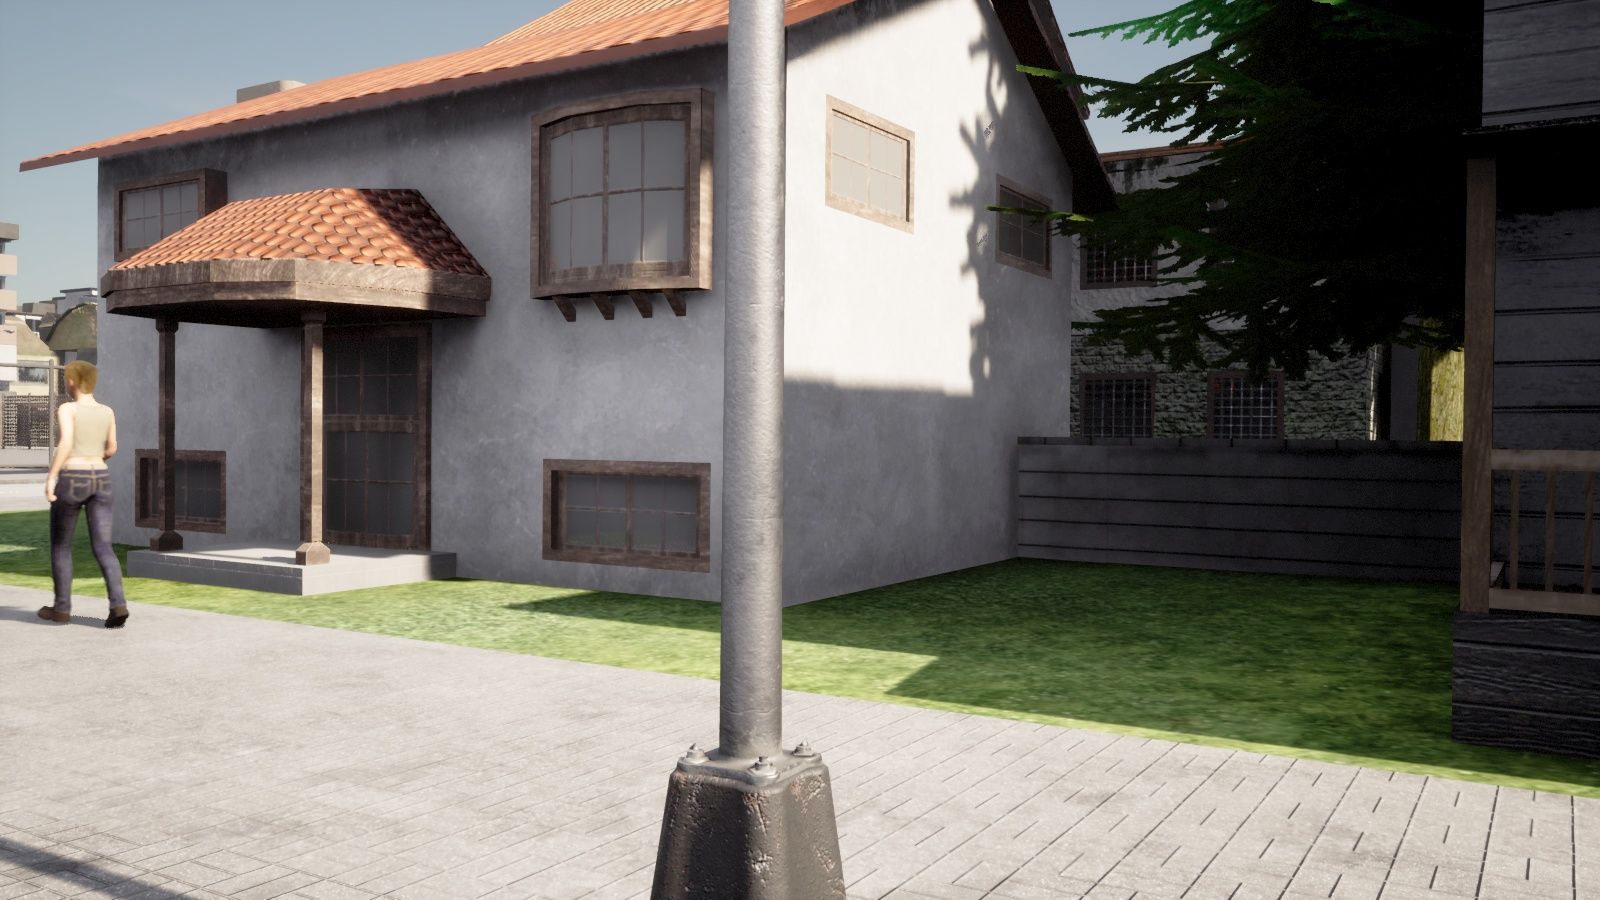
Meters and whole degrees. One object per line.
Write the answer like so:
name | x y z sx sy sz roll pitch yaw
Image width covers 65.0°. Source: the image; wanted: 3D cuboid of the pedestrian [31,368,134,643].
pedestrian | -4.948 0.368 8.661 0.594 1.836 0.345 0 1 31
